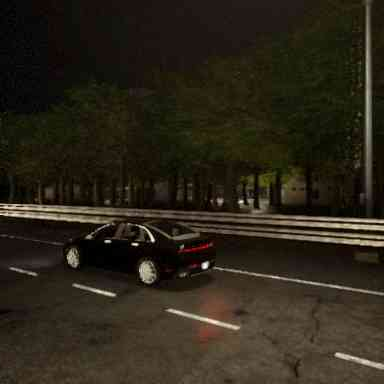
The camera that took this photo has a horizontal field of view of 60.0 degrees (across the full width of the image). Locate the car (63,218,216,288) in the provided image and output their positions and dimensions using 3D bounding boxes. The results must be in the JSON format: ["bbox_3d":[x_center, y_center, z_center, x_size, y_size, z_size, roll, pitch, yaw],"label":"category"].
[{"bbox_3d":[-1.657,1.507,9.349,4.892,1.490,1.837,0,0,35],"label":"car"}]
